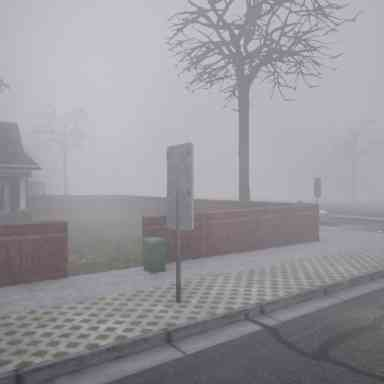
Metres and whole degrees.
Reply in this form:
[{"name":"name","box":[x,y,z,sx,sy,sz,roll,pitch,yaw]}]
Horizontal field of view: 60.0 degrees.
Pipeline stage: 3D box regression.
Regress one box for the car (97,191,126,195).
[{"name":"car","box":[-11.943,0.822,48.996,1.812,1.442,4.674,0,1,-35]}]

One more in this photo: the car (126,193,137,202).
[{"name":"car","box":[-10.094,0.835,51.344,1.994,1.385,4.181,0,1,-36]}]

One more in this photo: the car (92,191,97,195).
[{"name":"car","box":[-16.732,0.593,60.521,1.837,1.490,4.892,0,1,-36]}]

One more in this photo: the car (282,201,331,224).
[{"name":"car","box":[7.063,1.331,22.583,1.812,1.442,4.674,0,1,-36]}]
